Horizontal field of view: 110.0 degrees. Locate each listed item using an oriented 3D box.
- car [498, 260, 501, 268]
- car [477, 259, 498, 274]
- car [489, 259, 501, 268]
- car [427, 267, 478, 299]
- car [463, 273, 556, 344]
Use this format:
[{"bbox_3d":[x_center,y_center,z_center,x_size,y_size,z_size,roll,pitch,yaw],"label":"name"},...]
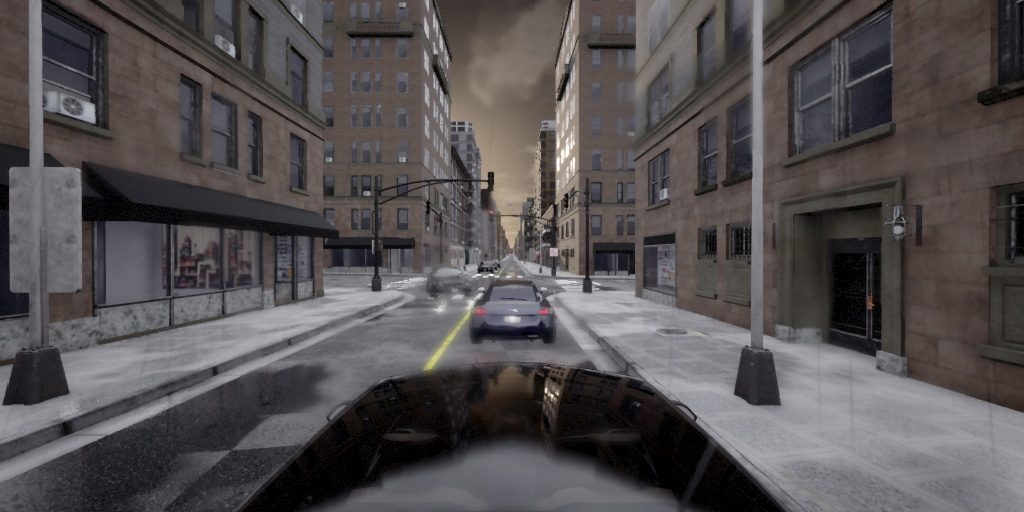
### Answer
[{"bbox_3d":[-3.061,1.370,52.854,2.033,1.411,5.357,0,0,0],"label":"car"},{"bbox_3d":[-3.067,1.308,43.031,1.837,1.490,4.892,0,0,0],"label":"car"},{"bbox_3d":[-3.016,1.321,63.263,1.882,1.535,5.008,0,0,0],"label":"car"},{"bbox_3d":[-3.279,1.284,18.390,1.812,1.442,4.674,1,0,-18],"label":"car"},{"bbox_3d":[0.016,1.315,9.587,1.994,1.385,4.181,0,0,0],"label":"car"}]
